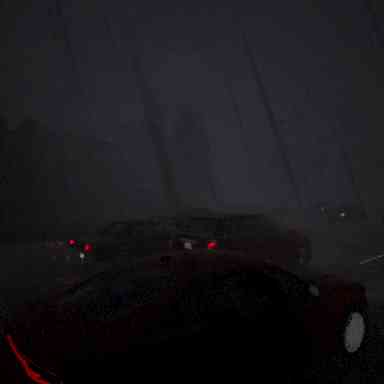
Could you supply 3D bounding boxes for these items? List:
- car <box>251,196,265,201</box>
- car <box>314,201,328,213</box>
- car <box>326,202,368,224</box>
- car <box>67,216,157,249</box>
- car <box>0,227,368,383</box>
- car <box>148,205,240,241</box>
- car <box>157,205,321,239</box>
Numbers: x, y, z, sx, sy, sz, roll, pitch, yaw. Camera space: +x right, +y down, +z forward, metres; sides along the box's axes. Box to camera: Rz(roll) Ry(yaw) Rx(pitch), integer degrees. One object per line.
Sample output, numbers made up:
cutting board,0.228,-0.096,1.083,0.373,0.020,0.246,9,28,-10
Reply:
car,17.826,1.792,89.985,1.812,1.442,4.674,0,0,-25
car,14.123,1.662,35.814,1.994,1.385,4.181,0,0,23
car,12.221,1.633,25.795,1.994,1.385,4.181,0,0,38
car,-1.646,1.641,11.530,4.718,1.301,1.895,0,0,-39
car,0.363,1.492,4.286,5.008,1.535,1.882,0,0,-37
car,0.269,1.535,17.880,5.008,1.535,1.882,0,0,-43
car,1.529,1.382,9.725,4.553,1.767,2.097,0,0,-40
